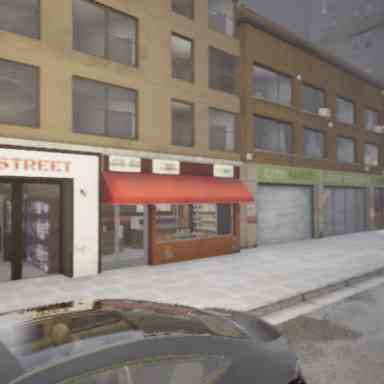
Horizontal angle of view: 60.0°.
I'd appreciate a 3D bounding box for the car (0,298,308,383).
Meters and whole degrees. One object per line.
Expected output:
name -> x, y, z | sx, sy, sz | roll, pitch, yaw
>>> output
car -> -1.094, 1.572, 2.059 | 4.674, 1.442, 1.812 | 1, -2, -39
